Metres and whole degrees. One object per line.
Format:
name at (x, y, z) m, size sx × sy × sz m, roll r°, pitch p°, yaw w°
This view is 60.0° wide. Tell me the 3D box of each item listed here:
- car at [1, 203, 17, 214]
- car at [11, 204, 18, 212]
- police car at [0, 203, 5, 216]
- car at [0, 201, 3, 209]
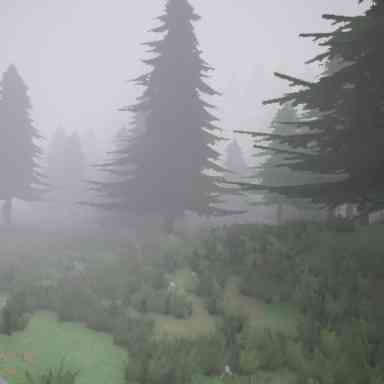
car at (-28.427, 2.576, 51.805) m, size 1.837 × 1.490 × 4.892 m, roll 2°, pitch -2°, yaw -25°
car at (-25.867, 2.317, 46.270) m, size 2.097 × 1.767 × 4.553 m, roll 2°, pitch -2°, yaw -24°
police car at (-21.942, 2.209, 37.096) m, size 1.930 × 1.638 × 5.238 m, roll 2°, pitch -2°, yaw -22°
car at (-41.102, 2.685, 68.559) m, size 4.892 × 1.490 × 1.837 m, roll -1°, pitch 0°, yaw 35°
